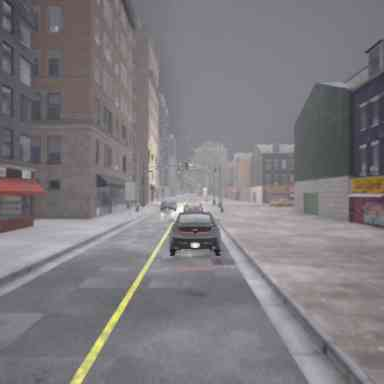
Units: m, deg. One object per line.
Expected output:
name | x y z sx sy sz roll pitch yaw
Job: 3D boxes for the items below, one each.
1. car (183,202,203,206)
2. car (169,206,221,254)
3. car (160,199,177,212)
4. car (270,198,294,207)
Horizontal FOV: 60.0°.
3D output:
car | 0.117 1.607 31.750 1.895 1.301 4.718 0 0 0
car | 0.110 1.512 13.454 1.837 1.490 4.892 0 0 0
car | -2.738 1.547 39.870 2.033 1.411 5.357 0 0 0
car | 13.918 1.586 48.864 4.829 1.417 1.752 0 -1 0
